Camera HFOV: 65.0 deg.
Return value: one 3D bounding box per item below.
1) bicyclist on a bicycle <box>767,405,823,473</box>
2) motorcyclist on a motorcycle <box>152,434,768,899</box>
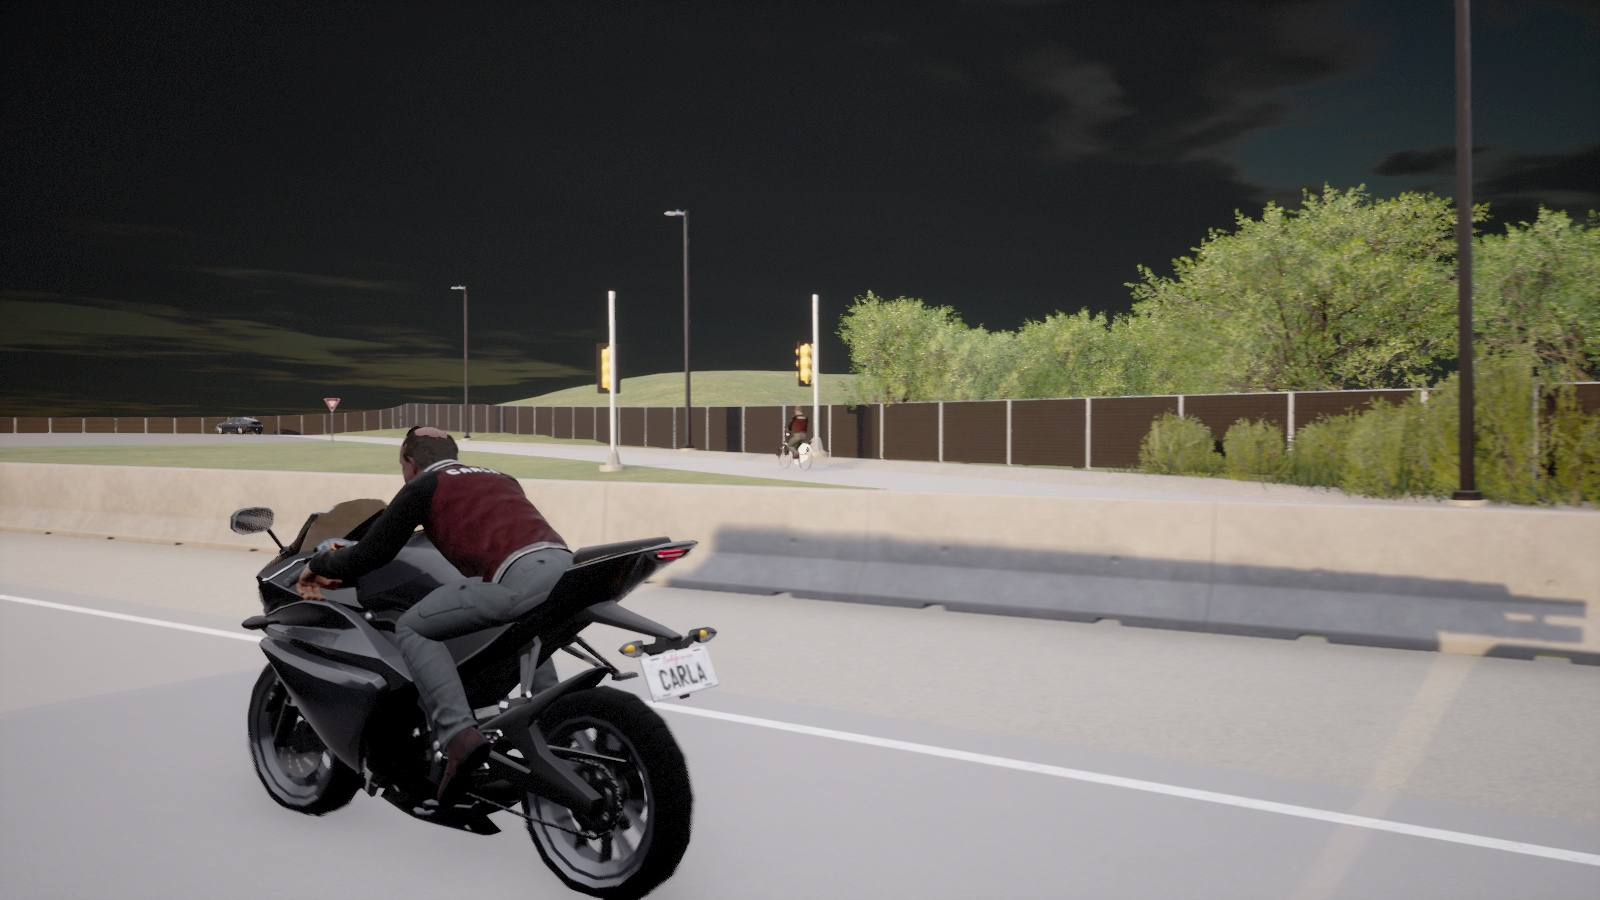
[{"bbox_3d":[-0.151,-0.318,33.767,0.659,1.776,1.843,-2,2,-29],"label":"bicyclist on a bicycle"},{"bbox_3d":[-1.267,0.718,4.466,2.191,1.530,0.866,0,1,34],"label":"motorcyclist on a motorcycle"}]
